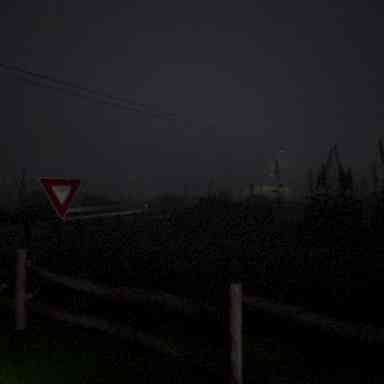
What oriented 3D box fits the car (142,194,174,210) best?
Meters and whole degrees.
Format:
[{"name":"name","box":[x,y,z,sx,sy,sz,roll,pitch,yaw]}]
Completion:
[{"name":"car","box":[-2.757,0.967,32.502,2.128,1.511,4.902,0,1,37]}]

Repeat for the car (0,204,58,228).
[{"name":"car","box":[-10.890,1.503,21.705,1.895,1.301,4.718,0,1,37]}]
